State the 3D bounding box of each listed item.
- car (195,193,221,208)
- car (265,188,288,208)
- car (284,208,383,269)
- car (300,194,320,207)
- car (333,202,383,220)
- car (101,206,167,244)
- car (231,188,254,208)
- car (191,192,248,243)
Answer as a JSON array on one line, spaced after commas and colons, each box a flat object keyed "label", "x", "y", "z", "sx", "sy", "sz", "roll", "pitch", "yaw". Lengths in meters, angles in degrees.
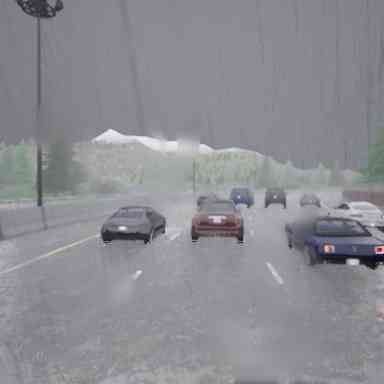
[{"label": "car", "x": 1.841, "y": 0.858, "z": 35.905, "sx": 1.837, "sy": 1.490, "sz": 4.892, "roll": 0, "pitch": 1, "yaw": 15}, {"label": "car", "x": 9.095, "y": 0.588, "z": 35.970, "sx": 2.150, "sy": 2.045, "sz": 5.566, "roll": 0, "pitch": 1, "yaw": 16}, {"label": "car", "x": 4.218, "y": 1.417, "z": 10.493, "sx": 1.895, "sy": 1.301, "sz": 4.718, "roll": 0, "pitch": 1, "yaw": 5}, {"label": "car", "x": 13.099, "y": 0.920, "z": 37.001, "sx": 1.994, "sy": 1.385, "sz": 4.181, "roll": 0, "pitch": 1, "yaw": 17}, {"label": "car", "x": 8.623, "y": 1.224, "z": 17.545, "sx": 1.812, "sy": 1.442, "sz": 4.674, "roll": 0, "pitch": 1, "yaw": 8}, {"label": "car", "x": -2.365, "y": 1.296, "z": 14.441, "sx": 1.994, "sy": 1.385, "sz": 4.181, "roll": 0, "pitch": 1, "yaw": 6}, {"label": "car", "x": 5.384, "y": 0.585, "z": 35.715, "sx": 2.150, "sy": 2.045, "sz": 5.566, "roll": 0, "pitch": 1, "yaw": 16}, {"label": "car", "x": 1.216, "y": 1.083, "z": 14.864, "sx": 2.097, "sy": 1.767, "sz": 4.553, "roll": 0, "pitch": 1, "yaw": 7}]
